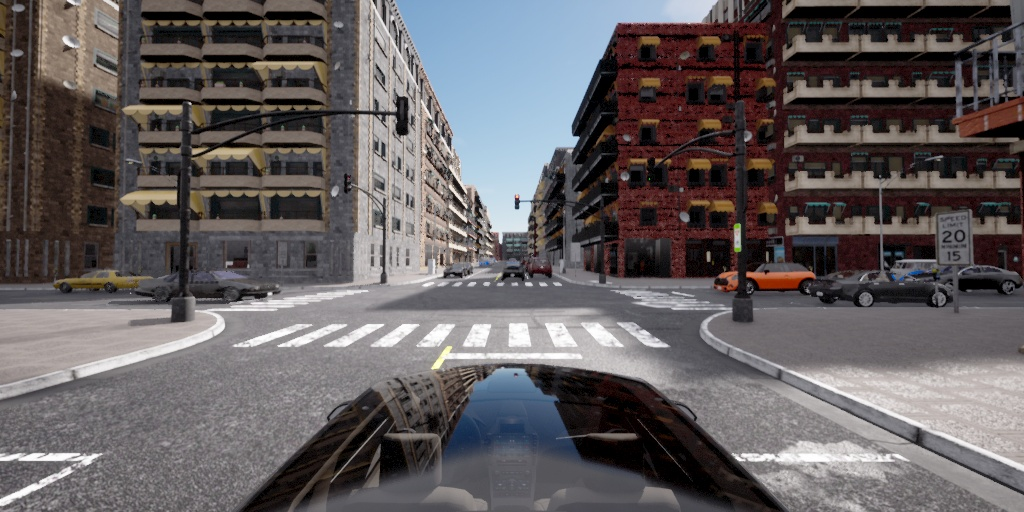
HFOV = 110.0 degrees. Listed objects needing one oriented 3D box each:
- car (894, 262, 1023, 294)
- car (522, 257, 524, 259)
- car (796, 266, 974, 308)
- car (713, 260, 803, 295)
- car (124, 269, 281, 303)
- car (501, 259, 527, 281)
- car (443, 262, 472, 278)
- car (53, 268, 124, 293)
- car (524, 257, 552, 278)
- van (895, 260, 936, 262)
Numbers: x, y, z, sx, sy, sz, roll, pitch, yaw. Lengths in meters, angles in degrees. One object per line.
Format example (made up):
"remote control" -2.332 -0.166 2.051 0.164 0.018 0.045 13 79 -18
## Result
"car" 23.477 1.212 18.858 4.902 1.511 2.128 0 -1 0
"car" 2.617 1.074 44.895 2.192 1.841 5.009 0 0 0
"car" 13.759 1.182 13.465 4.403 1.370 2.007 0 0 0
"car" 13.224 1.098 18.929 4.553 1.767 2.097 0 -1 1
"car" -13.487 1.308 16.044 5.357 1.411 2.033 0 -1 0
"car" 0.107 1.253 30.587 1.837 1.490 4.892 1 0 1
"car" -5.277 1.319 33.736 1.948 1.339 4.313 0 0 0
"car" -24.420 1.430 21.481 4.829 1.417 1.751 0 0 0
"car" 2.604 1.067 33.772 2.192 1.841 5.009 0 0 0
"van" 24.926 1.109 21.305 3.998 1.789 1.690 0 0 0
